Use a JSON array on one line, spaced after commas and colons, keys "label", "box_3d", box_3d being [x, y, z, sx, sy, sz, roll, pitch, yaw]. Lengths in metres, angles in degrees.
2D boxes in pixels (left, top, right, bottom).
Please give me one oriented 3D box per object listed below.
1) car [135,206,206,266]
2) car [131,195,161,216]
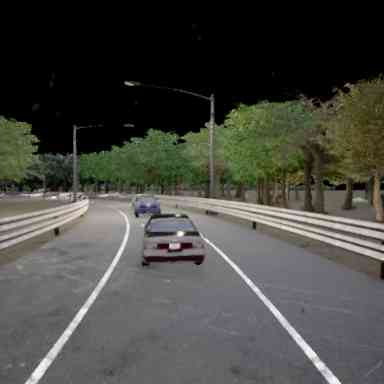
[{"label": "car", "box_3d": [-0.740, 1.433, 11.196, 2.033, 1.411, 5.357, 0, 1, -7]}, {"label": "car", "box_3d": [-3.954, 1.069, 28.183, 2.097, 1.767, 4.553, 0, 1, -14]}]
